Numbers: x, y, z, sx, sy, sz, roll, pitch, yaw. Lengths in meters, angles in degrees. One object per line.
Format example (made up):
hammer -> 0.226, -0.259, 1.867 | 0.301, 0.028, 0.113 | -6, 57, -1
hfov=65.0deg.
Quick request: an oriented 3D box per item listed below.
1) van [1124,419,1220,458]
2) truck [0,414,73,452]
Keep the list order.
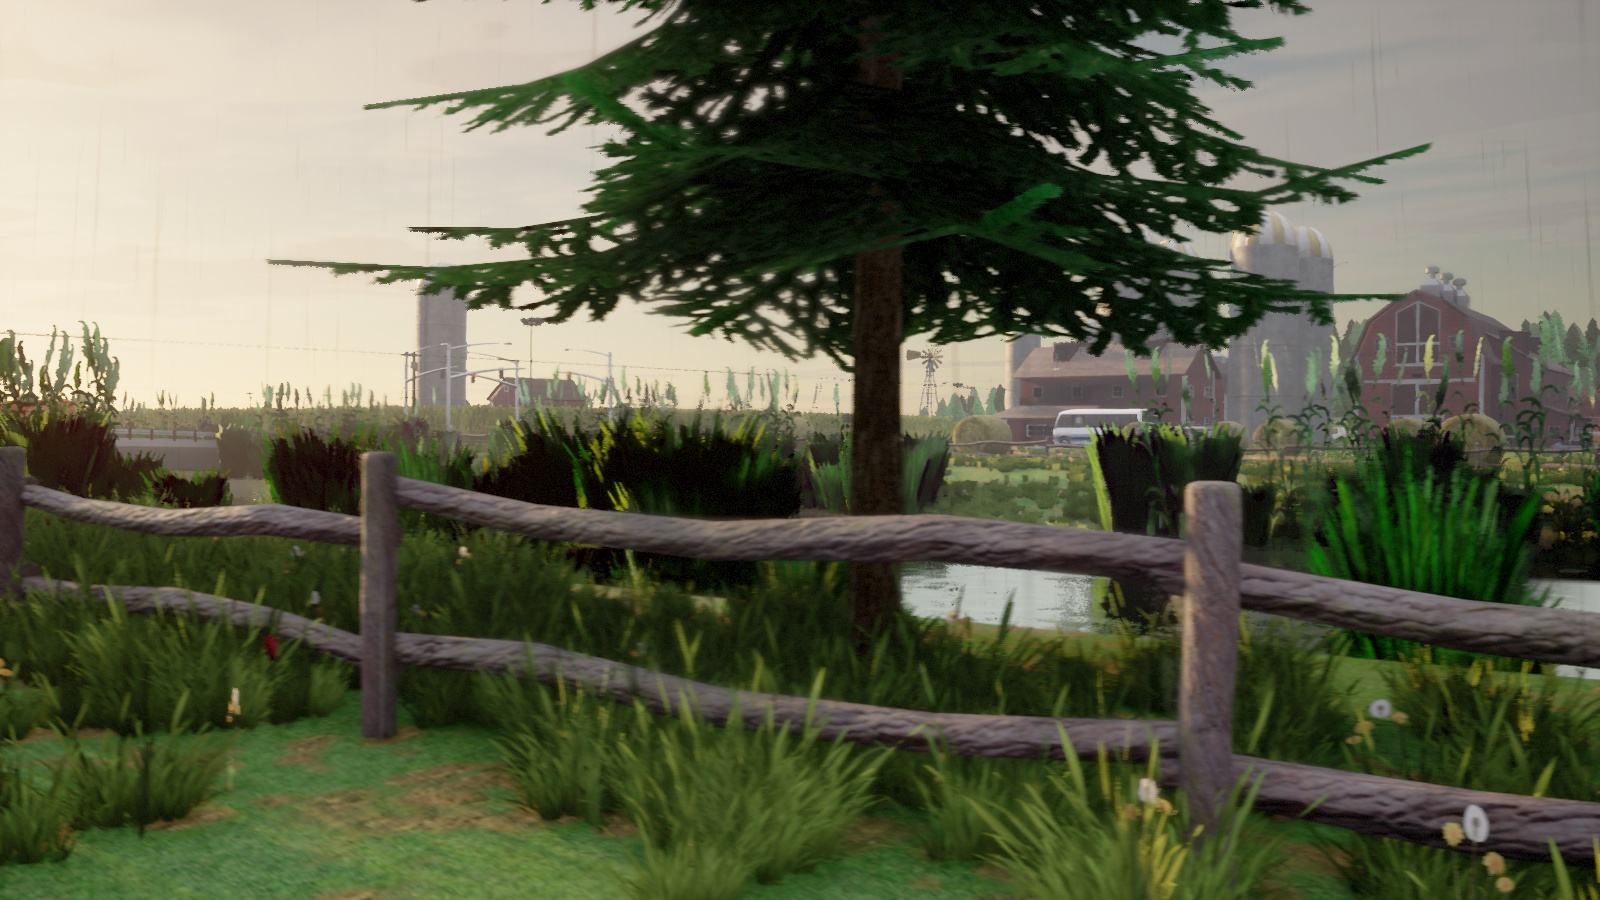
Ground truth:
van -> 19.282, -0.605, 65.202 | 4.442, 1.987, 1.775 | 0, 1, 42
truck -> -51.465, -1.132, 83.223 | 5.204, 2.467, 2.627 | -2, 2, -43
